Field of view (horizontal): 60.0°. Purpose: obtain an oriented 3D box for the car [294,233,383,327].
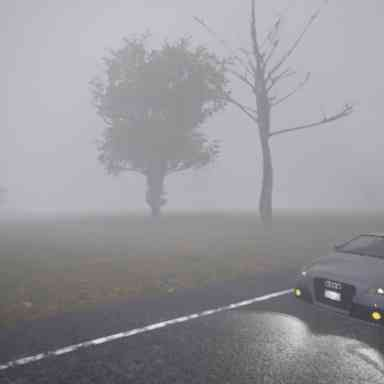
[{"bbox_3d":[4.019,1.568,6.774,4.181,1.385,1.994,0,0,-35],"label":"car"}]
